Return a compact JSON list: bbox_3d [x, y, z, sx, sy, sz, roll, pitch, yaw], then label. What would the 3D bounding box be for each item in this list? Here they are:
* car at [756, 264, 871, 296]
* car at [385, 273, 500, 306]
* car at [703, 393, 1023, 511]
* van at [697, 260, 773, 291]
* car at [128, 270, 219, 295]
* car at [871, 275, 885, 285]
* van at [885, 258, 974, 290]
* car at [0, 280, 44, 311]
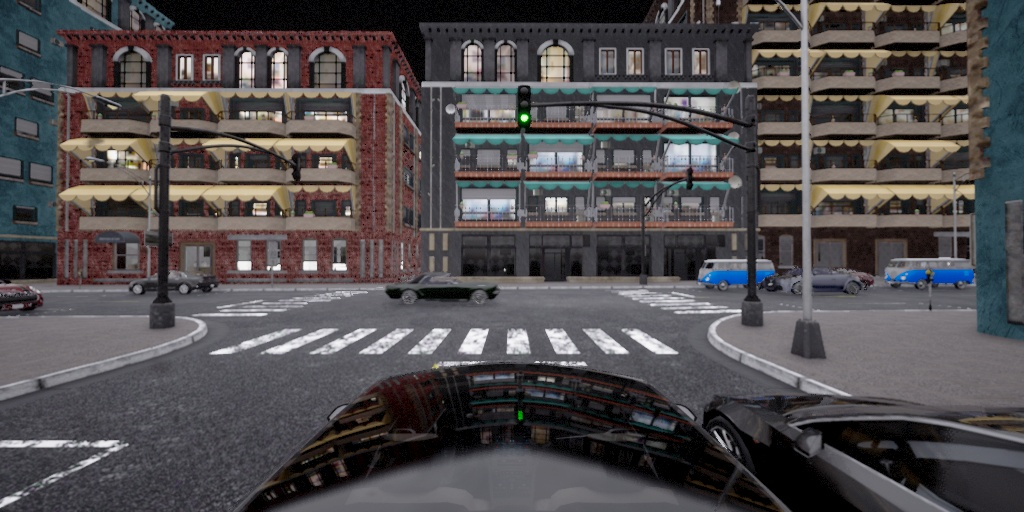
[{"bbox_3d":[15.356,1.270,18.555,4.181,1.385,1.994,0,-1,0],"label":"car"},{"bbox_3d":[-2.877,1.403,15.601,4.718,1.301,1.895,0,-1,0],"label":"car"},{"bbox_3d":[2.566,1.315,1.425,1.948,1.339,4.313,0,0,0],"label":"car"},{"bbox_3d":[13.084,1.094,20.998,3.998,1.789,1.690,0,0,0],"label":"van"},{"bbox_3d":[-19.701,1.512,20.947,4.403,1.370,2.007,0,0,0],"label":"car"},{"bbox_3d":[18.725,1.300,21.029,4.207,1.307,1.802,0,0,0],"label":"car"},{"bbox_3d":[24.365,1.025,21.060,3.998,1.789,1.690,0,0,0],"label":"van"},{"bbox_3d":[-19.656,1.292,12.808,4.097,1.591,1.967,0,0,0],"label":"car"}]
